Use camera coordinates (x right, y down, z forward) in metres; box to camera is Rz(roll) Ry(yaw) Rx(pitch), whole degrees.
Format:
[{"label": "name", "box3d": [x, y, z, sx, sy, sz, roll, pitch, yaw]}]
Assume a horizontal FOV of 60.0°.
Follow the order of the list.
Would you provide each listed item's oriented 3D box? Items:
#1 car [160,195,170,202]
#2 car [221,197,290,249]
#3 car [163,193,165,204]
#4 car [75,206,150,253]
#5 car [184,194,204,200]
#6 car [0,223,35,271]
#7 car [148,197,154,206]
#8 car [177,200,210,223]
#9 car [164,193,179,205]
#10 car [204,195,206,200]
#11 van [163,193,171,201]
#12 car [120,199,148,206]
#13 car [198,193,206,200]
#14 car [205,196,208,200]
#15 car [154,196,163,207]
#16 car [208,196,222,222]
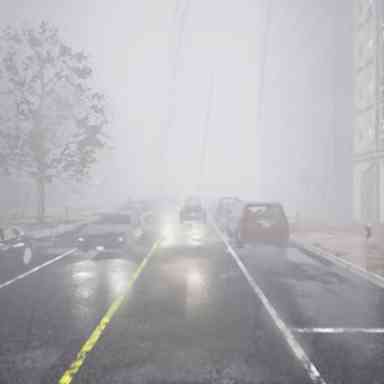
[{"label": "car", "box3d": [-5.721, 1.348, 71.248, 1.887, 1.381, 4.507, 0, 0, 0]}, {"label": "car", "box3d": [2.688, 1.282, 14.318, 2.192, 1.841, 5.009, 0, 0, 0]}, {"label": "car", "box3d": [-5.716, 1.391, 59.864, 2.008, 1.369, 4.403, 0, 0, 0]}, {"label": "car", "box3d": [-3.108, 1.515, 13.889, 2.033, 1.411, 5.357, 0, 0, 0]}, {"label": "car", "box3d": [0.081, 1.247, 41.942, 2.097, 1.767, 4.553, 0, 0, 0]}, {"label": "car", "box3d": [-5.692, 1.531, 8.634, 2.008, 1.369, 4.403, 0, 0, 0]}, {"label": "car", "box3d": [-5.705, 1.474, 37.096, 1.947, 1.339, 4.313, 0, 0, 0]}, {"label": "car", "box3d": [0.088, 1.505, 24.777, 1.994, 1.385, 4.181, 0, 0, 0]}, {"label": "car", "box3d": [-3.092, 1.334, 54.466, 1.882, 1.535, 5.008, 0, 0, 0]}, {"label": "car", "box3d": [2.663, 1.388, 65.548, 1.947, 1.339, 4.313, 0, 0, 0]}, {"label": "van", "box3d": [-5.722, 1.126, 76.940, 1.690, 1.788, 3.998, 0, 0, 0]}, {"label": "car", "box3d": [-5.702, 1.475, 31.403, 2.008, 1.369, 4.403, 0, 0, 0]}, {"label": "car", "box3d": [2.653, 1.186, 88.314, 1.967, 1.590, 4.097, 0, 0, 0]}, {"label": "car", "box3d": [2.676, 1.433, 37.256, 1.752, 1.417, 4.829, 0, 0, 0]}, {"label": "car", "box3d": [-5.710, 1.457, 48.478, 1.802, 1.307, 4.206, 0, 0, 0]}, {"label": "car", "box3d": [2.682, 1.254, 25.702, 2.192, 1.841, 5.009, 0, 0, 0]}]
